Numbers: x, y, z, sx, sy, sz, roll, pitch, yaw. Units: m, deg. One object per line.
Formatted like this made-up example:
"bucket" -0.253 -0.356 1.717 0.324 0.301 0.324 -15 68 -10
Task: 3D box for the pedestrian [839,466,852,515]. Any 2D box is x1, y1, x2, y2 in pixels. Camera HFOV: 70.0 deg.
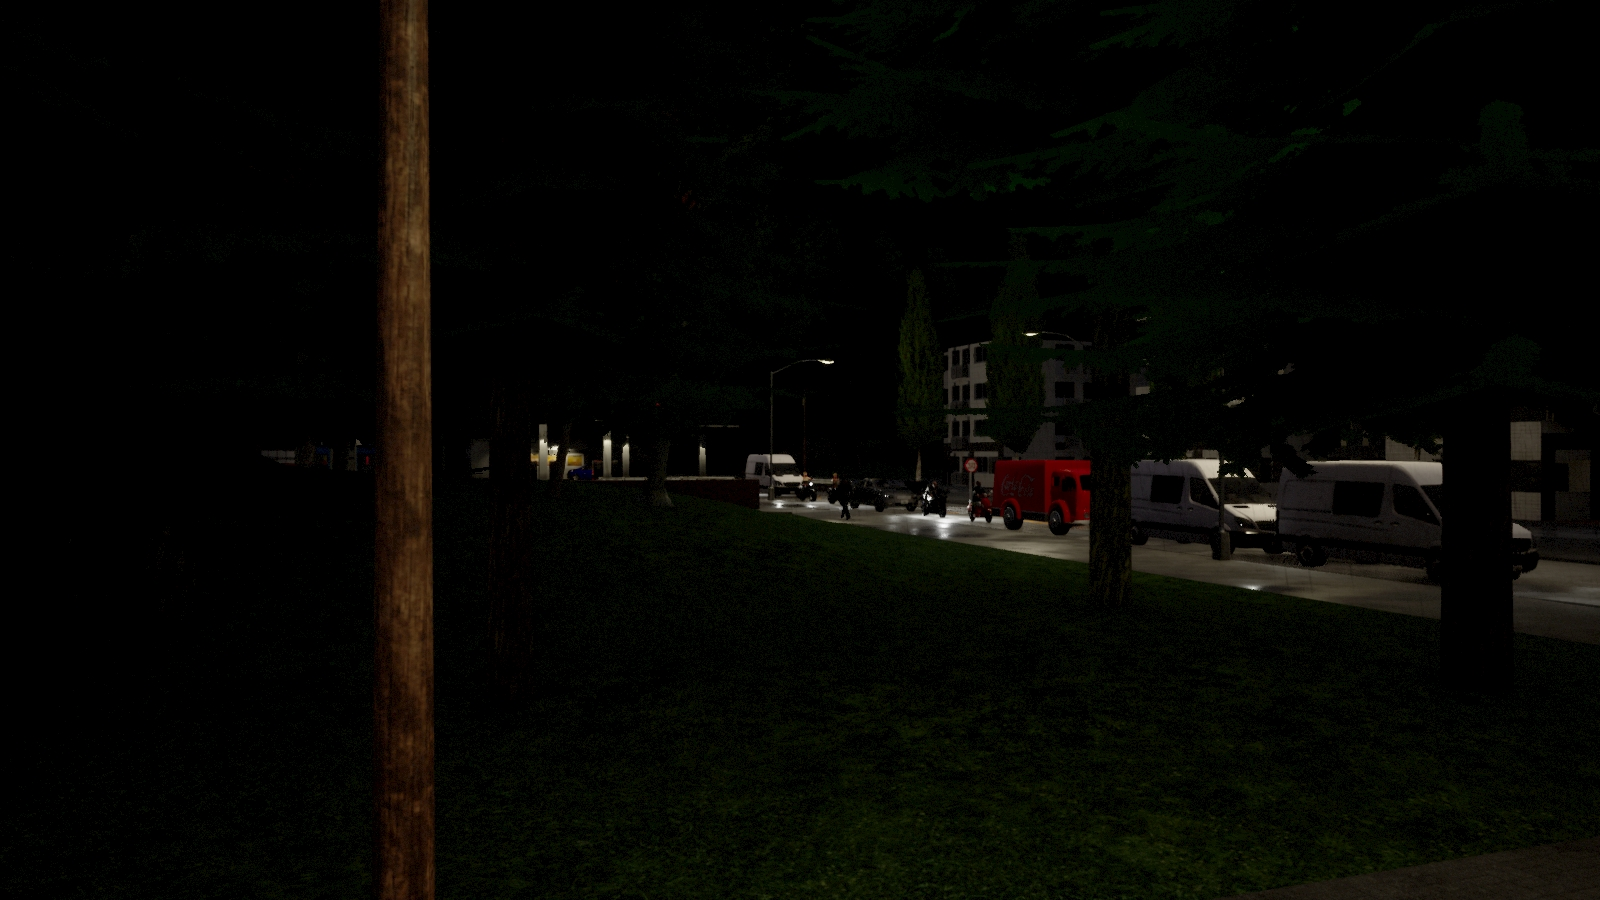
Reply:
"pedestrian" 1.734 1.532 43.635 0.375 1.860 0.375 0 0 -21

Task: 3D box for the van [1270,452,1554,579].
"van" 13.689 1.324 26.136 1.988 2.561 5.915 0 0 -20

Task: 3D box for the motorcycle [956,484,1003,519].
"motorcycle" 6.991 1.993 44.695 0.867 1.251 2.209 0 0 -20

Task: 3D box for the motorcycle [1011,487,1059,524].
"motorcycle" 8.397 1.970 40.853 0.856 1.236 1.805 0 0 -20

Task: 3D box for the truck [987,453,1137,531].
"truck" 8.905 1.356 39.393 2.627 2.467 5.204 0 0 -20

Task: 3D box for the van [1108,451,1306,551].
"van" 11.382 1.323 32.522 1.988 2.561 5.915 0 0 -20
